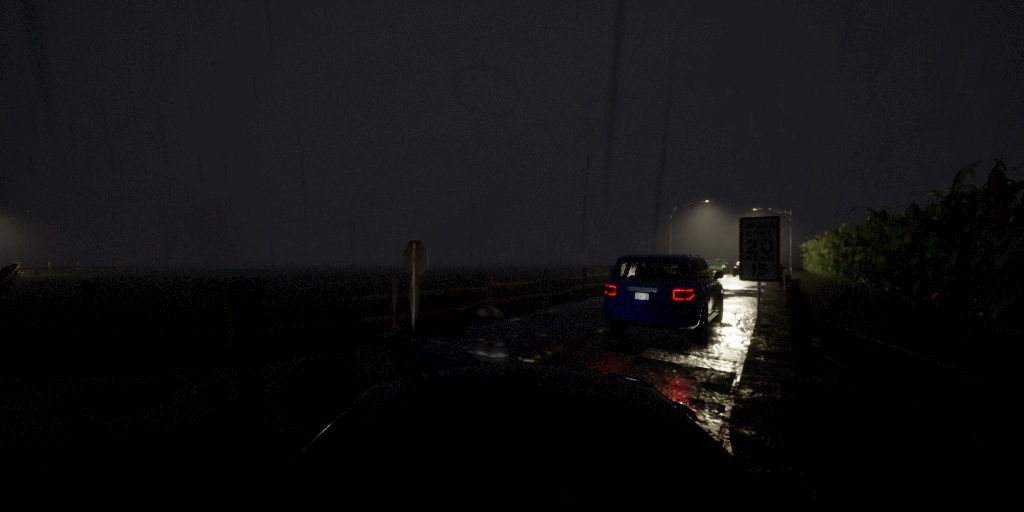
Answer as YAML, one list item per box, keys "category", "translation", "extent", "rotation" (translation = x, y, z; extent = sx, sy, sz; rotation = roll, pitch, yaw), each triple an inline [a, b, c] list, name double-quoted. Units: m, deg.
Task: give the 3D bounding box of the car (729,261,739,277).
- category: "car"
  translation: [22.843, 1.257, 35.135]
  extent: [2.128, 1.511, 4.902]
  rotation: [0, 0, 37]

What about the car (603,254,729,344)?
- category: "car"
  translation: [4.413, 0.971, 9.981]
  extent: [2.150, 2.045, 5.566]
  rotation: [0, 0, 36]

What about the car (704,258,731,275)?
- category: "car"
  translation: [22.948, 1.105, 40.031]
  extent: [2.097, 1.767, 4.553]
  rotation: [0, 0, 36]
